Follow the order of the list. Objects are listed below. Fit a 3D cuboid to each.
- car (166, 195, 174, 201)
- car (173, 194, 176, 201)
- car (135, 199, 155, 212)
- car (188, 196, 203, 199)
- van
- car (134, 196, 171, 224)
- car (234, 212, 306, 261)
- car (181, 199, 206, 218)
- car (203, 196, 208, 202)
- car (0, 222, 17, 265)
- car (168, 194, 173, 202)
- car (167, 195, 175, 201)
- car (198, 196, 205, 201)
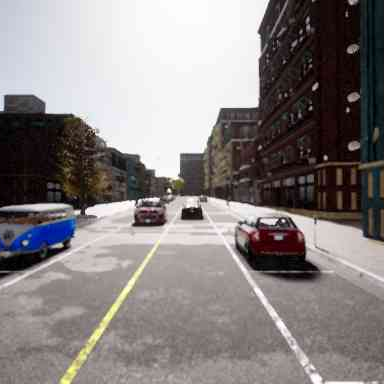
[{"bbox_3d":[-5.676,1.532,86.182,1.967,1.590,4.097,1,0,0],"label":"car"},{"bbox_3d":[-5.679,1.651,80.496,1.947,1.339,4.313,1,0,0],"label":"car"},{"bbox_3d":[-5.678,1.622,40.688,1.802,1.307,4.206,1,0,0],"label":"car"},{"bbox_3d":[0.053,1.537,44.773,2.128,1.511,4.902,0,0,0],"label":"car"},{"bbox_3d":[-5.672,1.353,12.255,1.690,1.788,3.998,1,0,0],"label":"van"},{"bbox_3d":[-3.000,1.396,24.974,2.097,1.767,4.553,0,0,0],"label":"car"},{"bbox_3d":[2.706,1.452,12.316,1.967,1.590,4.097,1,0,0],"label":"car"},{"bbox_3d":[0.013,1.594,30.486,1.994,1.385,4.181,0,0,0],"label":"car"},{"bbox_3d":[2.702,1.604,75.039,1.752,1.417,4.829,1,0,0],"label":"car"},{"bbox_3d":[-5.677,1.551,6.568,1.887,1.381,4.507,1,0,0],"label":"car"},{"bbox_3d":[-5.676,1.512,69.121,1.967,1.590,4.097,1,0,0],"label":"car"},{"bbox_3d":[-5.679,1.666,91.868,1.947,1.339,4.313,1,0,0],"label":"car"},{"bbox_3d":[2.701,1.682,91.929,1.802,1.307,4.206,1,0,0],"label":"car"}]
